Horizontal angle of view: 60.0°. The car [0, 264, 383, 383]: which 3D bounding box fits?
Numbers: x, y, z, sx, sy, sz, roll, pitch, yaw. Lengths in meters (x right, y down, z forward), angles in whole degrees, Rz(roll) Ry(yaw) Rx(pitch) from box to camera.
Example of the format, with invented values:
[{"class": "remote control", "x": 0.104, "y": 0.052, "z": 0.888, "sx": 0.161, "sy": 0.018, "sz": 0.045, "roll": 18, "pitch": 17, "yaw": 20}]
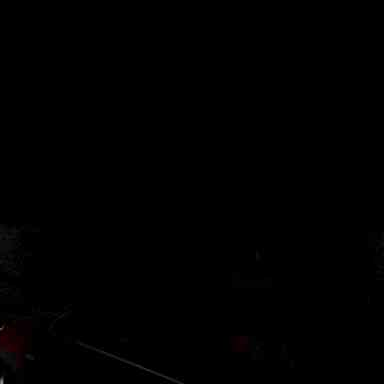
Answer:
[{"class": "car", "x": -0.196, "y": 1.444, "z": 3.104, "sx": 4.097, "sy": 1.590, "sz": 1.967, "roll": 0, "pitch": 0, "yaw": 36}]
